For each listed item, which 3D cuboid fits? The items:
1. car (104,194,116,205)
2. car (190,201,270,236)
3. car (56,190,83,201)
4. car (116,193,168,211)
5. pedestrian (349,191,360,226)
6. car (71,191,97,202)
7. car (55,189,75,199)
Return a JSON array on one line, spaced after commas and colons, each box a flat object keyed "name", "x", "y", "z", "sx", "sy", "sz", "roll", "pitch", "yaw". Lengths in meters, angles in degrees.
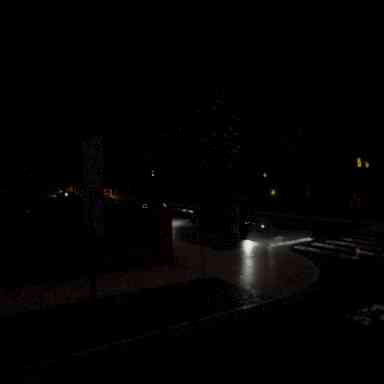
[{"name": "car", "x": -8.751, "y": 0.931, "z": 32.531, "sx": 1.812, "sy": 1.442, "sz": 4.674, "roll": -2, "pitch": 2, "yaw": -35}, {"name": "car", "x": 1.828, "y": 1.285, "z": 17.268, "sx": 1.837, "sy": 1.490, "sz": 4.892, "roll": -2, "pitch": 2, "yaw": -36}, {"name": "car", "x": -15.098, "y": 0.735, "z": 41.766, "sx": 2.033, "sy": 1.411, "sz": 5.357, "roll": -2, "pitch": 2, "yaw": -34}, {"name": "car", "x": -3.693, "y": 0.936, "z": 25.184, "sx": 2.097, "sy": 1.767, "sz": 4.553, "roll": -2, "pitch": 2, "yaw": -35}, {"name": "pedestrian", "x": 8.634, "y": 0.860, "z": 17.640, "sx": 0.375, "sy": 1.860, "sz": 0.375, "roll": 0, "pitch": 0, "yaw": -35}, {"name": "car", "x": -15.468, "y": 0.575, "z": 47.429, "sx": 2.033, "sy": 1.411, "sz": 5.357, "roll": -2, "pitch": 2, "yaw": -35}, {"name": "car", "x": -21.506, "y": 0.322, "z": 56.141, "sx": 2.128, "sy": 1.511, "sz": 4.902, "roll": -2, "pitch": 2, "yaw": -35}]
